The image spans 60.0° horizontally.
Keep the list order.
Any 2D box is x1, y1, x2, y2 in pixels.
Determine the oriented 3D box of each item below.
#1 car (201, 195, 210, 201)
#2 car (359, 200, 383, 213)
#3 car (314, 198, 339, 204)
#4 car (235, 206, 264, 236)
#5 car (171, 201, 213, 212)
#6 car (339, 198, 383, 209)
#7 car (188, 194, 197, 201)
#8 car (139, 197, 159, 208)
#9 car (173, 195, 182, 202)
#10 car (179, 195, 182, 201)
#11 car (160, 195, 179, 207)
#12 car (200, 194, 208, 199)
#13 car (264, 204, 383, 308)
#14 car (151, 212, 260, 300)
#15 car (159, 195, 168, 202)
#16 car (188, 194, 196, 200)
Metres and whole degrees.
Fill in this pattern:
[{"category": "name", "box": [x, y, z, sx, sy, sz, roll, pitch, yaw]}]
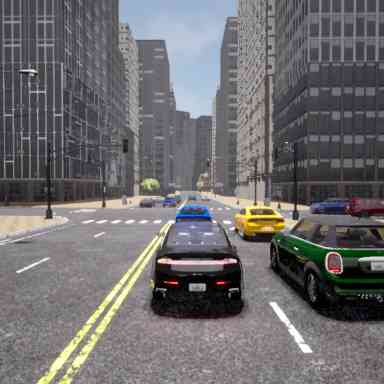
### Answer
[{"category": "car", "box": [3.316, 1.510, 80.698, 1.895, 1.301, 4.718, 0, 0, 0]}, {"category": "car", "box": [21.840, 1.641, 37.734, 4.829, 1.417, 1.752, 1, 0, 1]}, {"category": "car", "box": [14.912, 1.449, 35.256, 4.553, 1.767, 2.097, 1, 1, 1]}, {"category": "car", "box": [3.363, 1.468, 17.256, 1.882, 1.535, 5.008, 0, 0, 0]}, {"category": "car", "box": [0.118, 1.468, 17.868, 1.882, 1.535, 5.008, 0, 0, 1]}, {"category": "car", "box": [16.225, 1.518, 29.453, 5.009, 1.841, 2.192, 1, 0, 1]}, {"category": "car", "box": [0.066, 1.270, 80.641, 2.097, 1.767, 4.553, 0, 0, 0]}, {"category": "car", "box": [-6.545, 1.511, 49.135, 2.033, 1.411, 5.357, 0, 0, 0]}, {"category": "car", "box": [-3.191, 1.456, 74.550, 1.812, 1.442, 4.674, 0, 0, 0]}, {"category": "car", "box": [-3.268, 1.513, 60.922, 1.994, 1.385, 4.181, 0, 0, 0]}, {"category": "car", "box": [-3.300, 1.489, 49.564, 1.812, 1.442, 4.674, 0, 0, 0]}, {"category": "car", "box": [3.324, 1.334, 90.700, 1.895, 1.301, 4.718, 0, 0, 0]}, {"category": "car", "box": [3.356, 1.348, 8.076, 2.097, 1.767, 4.553, 0, 0, 0]}, {"category": "car", "box": [0.105, 1.487, 8.364, 2.128, 1.511, 4.902, 0, 0, 0]}, {"category": "car", "box": [-6.440, 1.430, 75.528, 1.837, 1.490, 4.892, 0, 0, 0]}, {"category": "car", "box": [0.073, 1.264, 90.673, 2.128, 1.511, 4.902, 0, 0, 0]}]
